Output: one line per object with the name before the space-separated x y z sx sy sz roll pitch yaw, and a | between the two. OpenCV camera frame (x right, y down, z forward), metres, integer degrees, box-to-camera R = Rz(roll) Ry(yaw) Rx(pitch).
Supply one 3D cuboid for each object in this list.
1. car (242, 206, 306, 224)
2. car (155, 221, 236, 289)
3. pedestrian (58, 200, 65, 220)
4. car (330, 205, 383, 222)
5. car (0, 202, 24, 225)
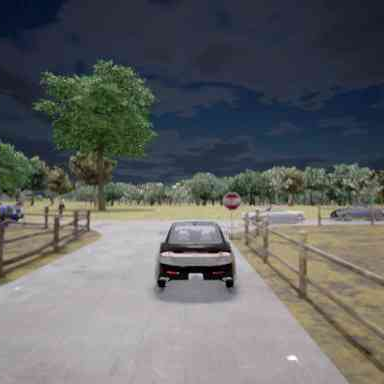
car | 6.184 1.725 24.868 4.718 1.301 1.895 1 -2 -23
car | 0.079 1.564 9.361 2.128 1.511 4.902 0 0 0
pedestrian | -12.192 1.653 31.087 0.375 1.860 0.375 0 -2 0
car | 13.926 1.762 28.070 4.181 1.385 1.994 0 -2 1
car | -15.728 1.416 25.087 5.566 2.045 2.150 0 -2 1
